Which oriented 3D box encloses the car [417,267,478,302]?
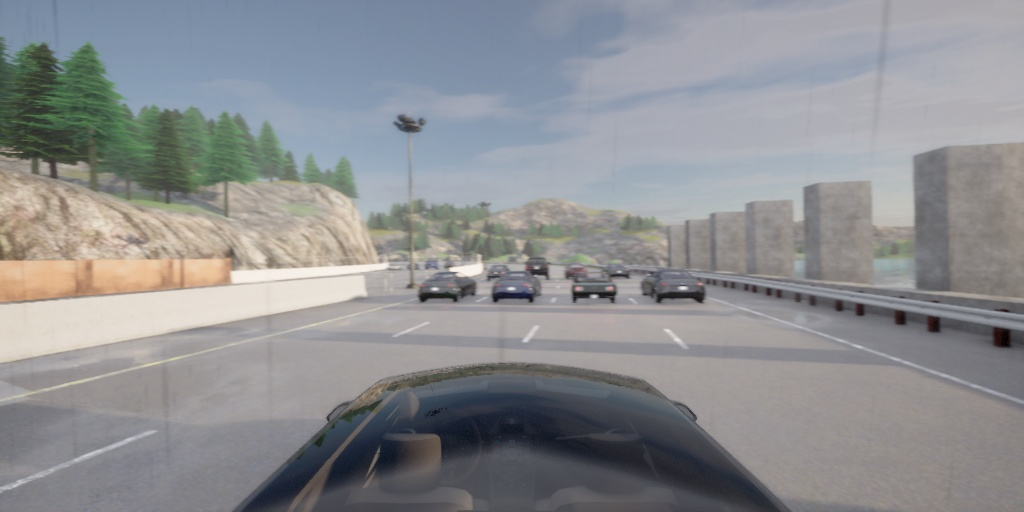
[{"bbox_3d":[-3.141,1.468,18.184,1.994,1.385,4.181,-1,0,10],"label":"car"}]

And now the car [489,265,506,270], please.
[{"bbox_3d":[-1.162,1.502,33.202,2.033,1.411,5.357,-1,0,5],"label":"car"}]

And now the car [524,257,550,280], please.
[{"bbox_3d":[2.320,1.105,32.914,2.150,2.045,5.566,-1,0,5],"label":"car"}]

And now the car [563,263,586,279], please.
[{"bbox_3d":[5.838,1.350,32.954,1.812,1.442,4.674,-1,0,5],"label":"car"}]

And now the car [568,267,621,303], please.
[{"bbox_3d":[3.728,1.370,16.806,1.895,1.301,4.718,-1,0,10],"label":"car"}]

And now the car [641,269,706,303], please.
[{"bbox_3d":[7.202,1.267,16.382,1.994,1.385,4.181,-1,0,10],"label":"car"}]

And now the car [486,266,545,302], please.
[{"bbox_3d":[0.306,1.401,17.581,1.994,1.385,4.181,-1,0,10],"label":"car"}]

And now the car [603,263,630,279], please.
[{"bbox_3d":[9.317,1.322,32.566,1.994,1.385,4.181,-1,0,5],"label":"car"}]
